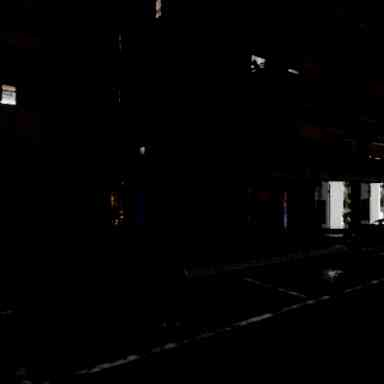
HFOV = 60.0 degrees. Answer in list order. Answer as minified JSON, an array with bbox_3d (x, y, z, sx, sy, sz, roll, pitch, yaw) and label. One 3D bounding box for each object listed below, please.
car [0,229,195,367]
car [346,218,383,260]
[{"bbox_3d":[-2.029,1.444,5.113,4.097,1.590,1.967,0,0,-36],"label":"car"},{"bbox_3d":[7.165,1.591,11.676,4.403,1.369,2.008,0,0,-36],"label":"car"}]
